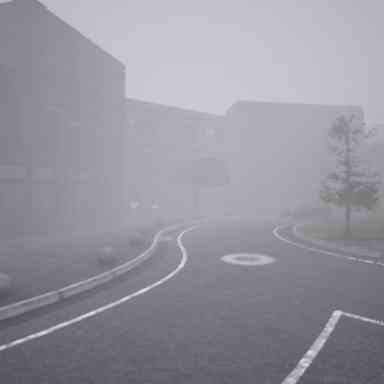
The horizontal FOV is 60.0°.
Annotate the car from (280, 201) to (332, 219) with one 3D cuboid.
[{"bbox_3d":[9.676,1.468,28.172,4.674,1.442,1.812,0,0,-22],"label":"car"}]
